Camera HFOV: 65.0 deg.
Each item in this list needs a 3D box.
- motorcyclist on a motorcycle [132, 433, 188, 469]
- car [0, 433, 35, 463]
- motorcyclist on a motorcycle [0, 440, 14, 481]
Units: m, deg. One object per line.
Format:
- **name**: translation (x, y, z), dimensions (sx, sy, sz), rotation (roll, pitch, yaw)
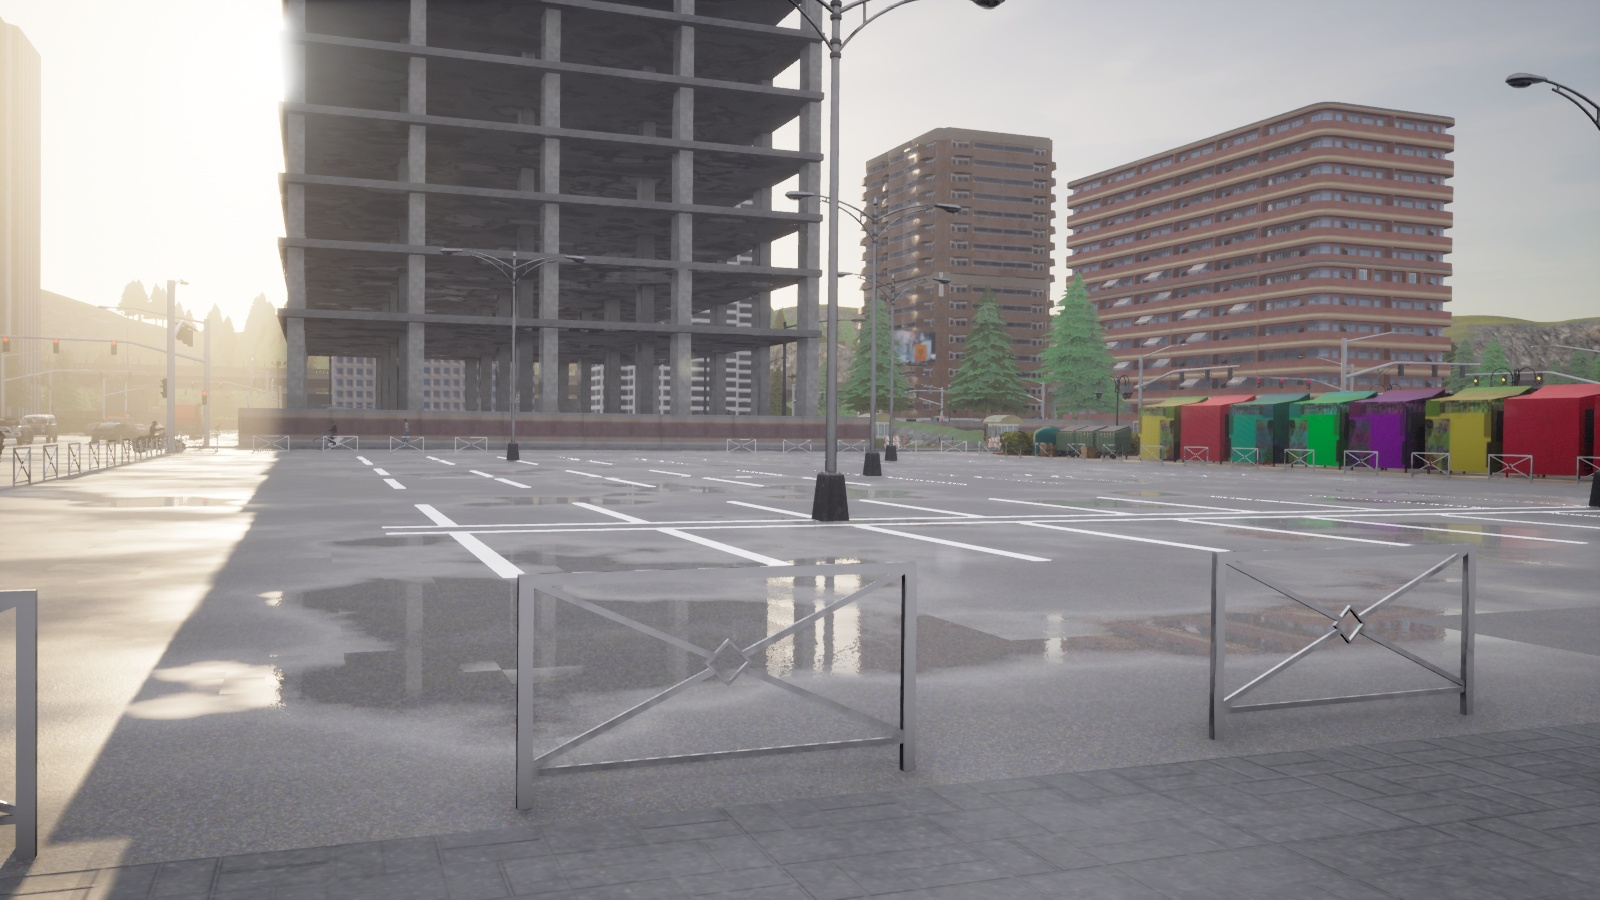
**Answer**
- **motorcyclist on a motorcycle**: translation (-31.000, 0.049, 60.872), dimensions (2.350, 1.649, 0.766), rotation (-2, 1, -22)
- **car**: translation (-51.124, -0.155, 81.270), dimensions (1.932, 1.855, 4.605), rotation (-1, 1, -21)
- **motorcyclist on a motorcycle**: translation (-30.371, 0.392, 47.284), dimensions (0.866, 1.530, 2.191), rotation (-1, 1, -21)
